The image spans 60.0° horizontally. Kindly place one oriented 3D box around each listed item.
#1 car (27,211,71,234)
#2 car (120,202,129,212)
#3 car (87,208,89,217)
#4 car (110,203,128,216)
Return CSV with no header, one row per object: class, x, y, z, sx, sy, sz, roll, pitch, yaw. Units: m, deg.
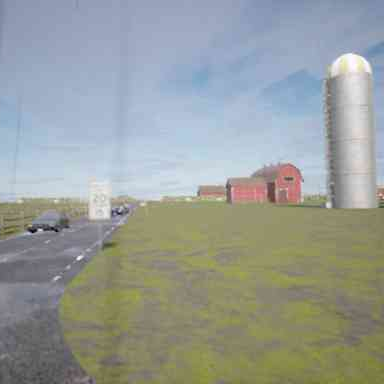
car,-10.121,2.123,24.034,2.033,1.411,5.357,-1,-1,-8
car,-11.319,2.458,53.491,2.097,1.767,4.553,-1,-1,-8
car,-12.974,2.482,45.183,1.882,1.535,5.008,-1,-1,-7
car,-9.935,2.511,43.872,1.895,1.301,4.718,-1,-1,-7
